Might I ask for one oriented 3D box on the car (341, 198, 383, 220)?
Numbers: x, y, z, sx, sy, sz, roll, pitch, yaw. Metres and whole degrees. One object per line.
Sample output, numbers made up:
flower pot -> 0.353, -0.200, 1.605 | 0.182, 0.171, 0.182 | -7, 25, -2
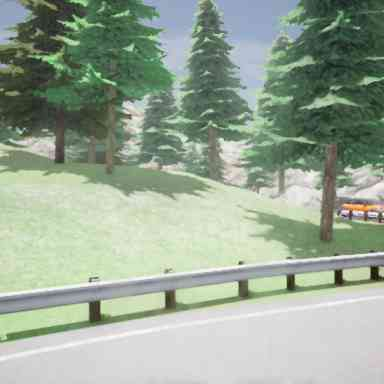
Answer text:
car -> 14.727, 1.330, 27.680 | 2.097, 1.767, 4.553 | 0, 0, -20
